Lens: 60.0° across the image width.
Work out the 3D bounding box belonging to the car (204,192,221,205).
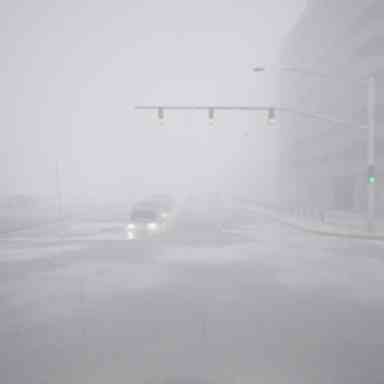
[{"bbox_3d":[3.505,0.973,54.557,2.150,2.045,5.566,0,0,0],"label":"car"}]

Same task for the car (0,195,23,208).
[{"bbox_3d":[-26.706,1.184,48.091,1.970,1.475,3.806,0,0,0],"label":"car"}]

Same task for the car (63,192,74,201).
[{"bbox_3d":[-23.937,0.856,65.547,1.905,1.878,3.866,0,0,0],"label":"car"}]

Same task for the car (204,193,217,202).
[{"bbox_3d":[3.506,1.056,64.074,2.097,1.767,4.553,0,0,0],"label":"car"}]

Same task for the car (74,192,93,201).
[{"bbox_3d":[-21.043,0.853,65.482,1.932,1.855,4.605,0,0,0],"label":"car"}]

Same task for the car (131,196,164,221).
[{"bbox_3d":[-3.588,1.373,26.438,1.882,1.535,5.008,0,0,0],"label":"car"}]

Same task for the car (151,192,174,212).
[{"bbox_3d":[-3.586,1.063,37.073,2.150,2.045,5.566,0,0,0],"label":"car"}]

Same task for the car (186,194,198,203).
[{"bbox_3d":[0.006,1.195,64.105,2.128,1.511,4.902,0,0,0],"label":"car"}]

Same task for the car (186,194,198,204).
[{"bbox_3d":[0.005,1.275,55.129,1.812,1.442,4.674,0,0,0],"label":"car"}]
